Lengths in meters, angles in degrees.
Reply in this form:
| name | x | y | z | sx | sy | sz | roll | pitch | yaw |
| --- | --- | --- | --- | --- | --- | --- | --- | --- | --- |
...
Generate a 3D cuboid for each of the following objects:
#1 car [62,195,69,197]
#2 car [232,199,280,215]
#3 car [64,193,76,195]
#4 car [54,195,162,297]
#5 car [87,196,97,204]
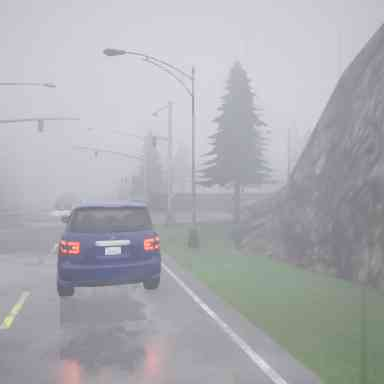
| name | x | y | z | sx | sy | sz | roll | pitch | yaw |
| --- | --- | --- | --- | --- | --- | --- | --- | --- | --- |
| car | -16.533 | 1.491 | 42.852 | 2.128 | 1.511 | 4.902 | 0 | 0 | -17 |
| car | 6.403 | 1.505 | 33.334 | 4.892 | 1.490 | 1.837 | 0 | 0 | -18 |
| car | -20.589 | 1.215 | 56.096 | 2.150 | 2.045 | 5.566 | 0 | 1 | -17 |
| car | -2.280 | 1.221 | 8.946 | 2.150 | 2.045 | 5.566 | 0 | 0 | -17 |
| car | -19.446 | 1.526 | 64.551 | 1.812 | 1.442 | 4.674 | 0 | 0 | -17 |
